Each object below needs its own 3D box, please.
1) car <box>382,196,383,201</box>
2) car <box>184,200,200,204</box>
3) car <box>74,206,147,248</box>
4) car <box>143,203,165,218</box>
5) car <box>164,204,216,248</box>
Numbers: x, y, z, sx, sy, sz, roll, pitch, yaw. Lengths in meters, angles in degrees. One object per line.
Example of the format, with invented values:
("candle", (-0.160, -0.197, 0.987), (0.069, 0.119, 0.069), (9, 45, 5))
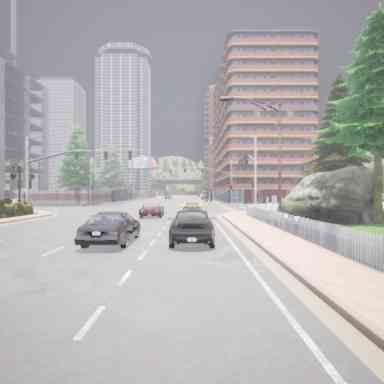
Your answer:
("car", (39.904, 1.466, 68.472), (1.812, 1.442, 4.674), (0, 0, 27))
("car", (0.000, 1.483, 29.650), (1.882, 1.535, 5.008), (0, 0, 0))
("car", (-3.500, 1.561, 14.650), (2.033, 1.411, 5.357), (0, 0, 0))
("car", (-3.500, 1.615, 29.680), (1.895, 1.301, 4.718), (0, 0, 0))
("car", (0.000, 1.514, 14.650), (1.837, 1.490, 4.892), (0, 0, 0))
